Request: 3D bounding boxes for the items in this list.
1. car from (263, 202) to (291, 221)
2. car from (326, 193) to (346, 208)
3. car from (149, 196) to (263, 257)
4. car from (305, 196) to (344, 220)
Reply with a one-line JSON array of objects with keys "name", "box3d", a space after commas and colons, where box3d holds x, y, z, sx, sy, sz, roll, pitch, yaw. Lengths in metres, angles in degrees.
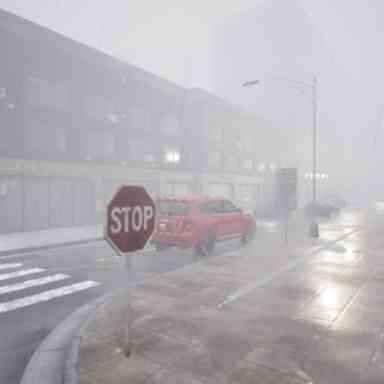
[{"name": "car", "box3d": [6.382, 1.489, 26.465, 1.994, 1.385, 4.181, 0, 0, 35]}, {"name": "car", "box3d": [18.563, 1.153, 43.450, 2.150, 2.045, 5.566, 0, 0, 35]}, {"name": "car", "box3d": [0.563, 1.184, 13.174, 2.150, 2.045, 5.566, 0, 0, 35]}, {"name": "car", "box3d": [11.020, 1.409, 27.907, 1.882, 1.535, 5.008, 0, 0, 35]}]
